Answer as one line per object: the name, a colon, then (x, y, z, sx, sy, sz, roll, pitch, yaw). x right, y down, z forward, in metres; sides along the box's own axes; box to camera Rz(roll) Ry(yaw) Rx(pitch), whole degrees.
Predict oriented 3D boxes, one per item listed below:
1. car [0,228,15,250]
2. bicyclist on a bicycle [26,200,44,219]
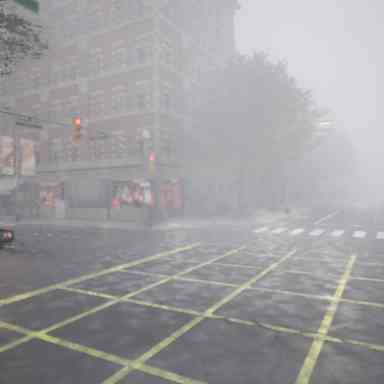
car: (-9.462, 1.756, 13.579, 4.718, 1.301, 1.895, -1, 0, 30)
bicyclist on a bicycle: (-13.595, 1.527, 28.826, 0.582, 1.620, 1.656, -1, 0, 30)
